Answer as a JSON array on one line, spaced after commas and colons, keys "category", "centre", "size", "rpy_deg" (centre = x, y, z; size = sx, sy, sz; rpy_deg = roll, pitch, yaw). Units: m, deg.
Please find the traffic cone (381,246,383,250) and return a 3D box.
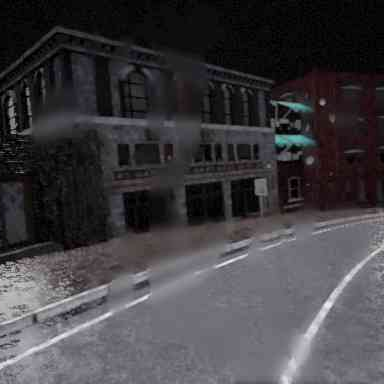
[{"category": "traffic cone", "centre": [6.946, 1.760, 11.847], "size": [0.340, 0.580, 0.340], "rpy_deg": [-1, 0, 38]}]
